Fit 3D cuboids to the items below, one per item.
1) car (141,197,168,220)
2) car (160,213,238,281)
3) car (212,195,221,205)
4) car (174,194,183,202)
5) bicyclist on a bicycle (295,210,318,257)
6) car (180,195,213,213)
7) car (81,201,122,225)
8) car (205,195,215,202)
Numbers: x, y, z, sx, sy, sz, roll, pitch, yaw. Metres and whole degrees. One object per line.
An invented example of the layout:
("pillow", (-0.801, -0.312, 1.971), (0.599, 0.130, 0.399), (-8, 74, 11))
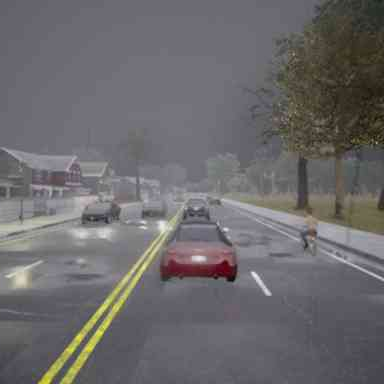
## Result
("car", (-3.097, 1.432, 28.179), (1.882, 1.535, 5.008), (0, 0, 1))
("car", (0.180, 1.552, 9.895), (1.994, 1.385, 4.181), (0, 0, 1))
("car", (3.874, 1.475, 56.629), (1.812, 1.442, 4.674), (0, 0, 0))
("car", (-2.613, 1.230, 68.994), (2.097, 1.767, 4.553), (0, 0, 1))
("bicyclist on a bicycle", (4.207, 1.440, 12.039), (0.866, 1.612, 1.509), (0, 0, 1))
("car", (0.349, 1.322, 27.615), (2.097, 1.767, 4.553), (0, 0, 1))
("car", (-6.389, 1.422, 23.884), (1.882, 1.535, 5.008), (0, 0, 1))
("car", (3.929, 1.425, 73.420), (1.837, 1.490, 4.892), (0, 0, 1))
